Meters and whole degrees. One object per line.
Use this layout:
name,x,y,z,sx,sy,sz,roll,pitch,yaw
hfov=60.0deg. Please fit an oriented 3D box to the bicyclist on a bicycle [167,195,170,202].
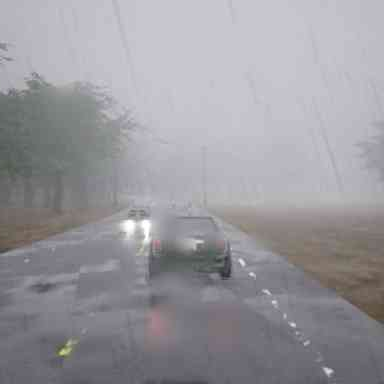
bicyclist on a bicycle,-5.787,1.540,80.438,0.582,1.620,1.656,0,0,-9

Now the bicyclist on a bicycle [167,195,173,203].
bicyclist on a bicycle,-4.388,1.529,71.488,0.582,1.620,1.656,0,0,-8

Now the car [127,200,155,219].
car,-4.611,1.641,29.710,1.895,1.301,4.718,0,0,-4

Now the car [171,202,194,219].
car,-0.965,1.630,30.601,1.895,1.301,4.718,0,0,-4

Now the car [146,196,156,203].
car,-8.769,1.621,70.581,1.812,1.442,4.674,0,0,-8

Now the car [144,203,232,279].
car,-0.087,1.356,10.207,2.097,1.767,4.553,0,0,-1
